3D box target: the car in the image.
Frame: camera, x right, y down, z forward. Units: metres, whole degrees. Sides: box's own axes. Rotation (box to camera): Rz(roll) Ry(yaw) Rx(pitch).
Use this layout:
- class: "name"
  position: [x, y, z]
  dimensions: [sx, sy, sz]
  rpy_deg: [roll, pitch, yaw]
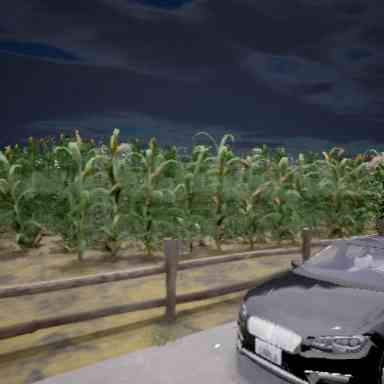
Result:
- class: "car"
  position: [2.831, 1.496, 5.088]
  dimensions: [4.902, 1.511, 2.128]
  rpy_deg: [0, 0, -35]
